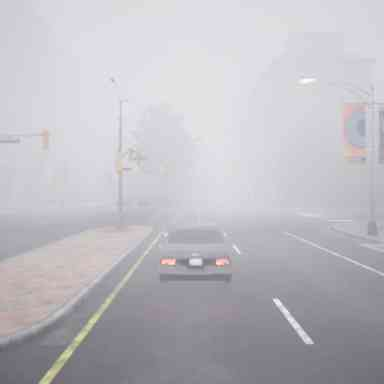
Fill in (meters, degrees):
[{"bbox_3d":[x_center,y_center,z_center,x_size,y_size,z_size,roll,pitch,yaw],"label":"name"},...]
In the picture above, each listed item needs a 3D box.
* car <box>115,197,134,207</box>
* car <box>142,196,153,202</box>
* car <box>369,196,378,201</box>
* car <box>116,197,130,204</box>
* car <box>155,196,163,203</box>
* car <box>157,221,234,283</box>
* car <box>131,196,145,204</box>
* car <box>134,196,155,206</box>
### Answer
[{"bbox_3d":[-11.431,1.742,55.529,1.895,1.301,4.718,0,0,1],"label":"car"},{"bbox_3d":[-11.303,1.742,85.295,2.128,1.511,4.902,0,0,0],"label":"car"},{"bbox_3d":[38.110,1.667,71.675,2.231,1.521,4.892,0,0,0],"label":"car"},{"bbox_3d":[-14.588,1.773,70.403,1.895,1.301,4.718,0,0,0],"label":"car"},{"bbox_3d":[-7.839,1.731,70.326,1.994,1.385,4.181,0,0,0],"label":"car"},{"bbox_3d":[0.095,1.573,9.740,2.033,1.411,5.357,0,0,0],"label":"car"},{"bbox_3d":[-11.338,1.704,70.414,2.128,1.511,4.902,0,0,0],"label":"car"},{"bbox_3d":[-7.929,1.706,56.083,1.994,1.385,4.181,0,0,1],"label":"car"}]
